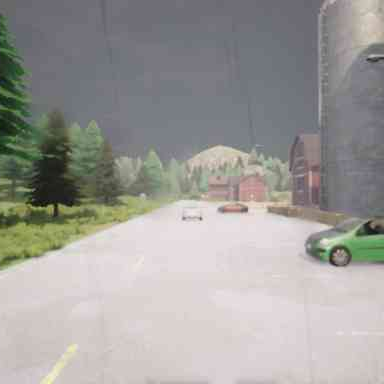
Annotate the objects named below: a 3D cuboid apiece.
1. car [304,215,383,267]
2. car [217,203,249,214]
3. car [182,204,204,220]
[{"bbox_3d":[6.020,1.637,11.500,3.988,1.617,1.851,0,-1,-1],"label":"car"},{"bbox_3d":[5.461,2.142,44.503,4.181,1.381,1.994,0,-1,-1],"label":"car"},{"bbox_3d":[0.036,1.958,32.450,1.812,1.442,4.674,0,-1,0],"label":"car"}]
